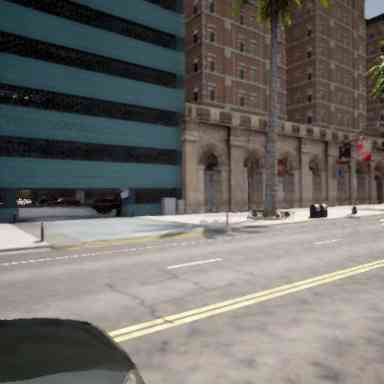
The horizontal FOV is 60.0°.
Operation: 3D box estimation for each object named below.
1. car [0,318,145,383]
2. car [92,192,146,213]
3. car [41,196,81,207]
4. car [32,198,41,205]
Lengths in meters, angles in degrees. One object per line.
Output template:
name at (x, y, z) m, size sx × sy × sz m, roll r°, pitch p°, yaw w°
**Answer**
car at (-2.371, 1.576, 2.204) m, size 4.181 × 1.385 × 1.994 m, roll 0°, pitch 0°, yaw -34°
car at (-7.217, 1.030, 33.648) m, size 5.566 × 2.045 × 2.435 m, roll 0°, pitch 0°, yaw -36°
car at (-18.742, 1.511, 48.140) m, size 4.718 × 1.301 × 1.895 m, roll 0°, pitch 0°, yaw -36°
car at (-25.212, 1.485, 57.778) m, size 4.786 × 1.482 × 2.161 m, roll 0°, pitch 0°, yaw -36°
